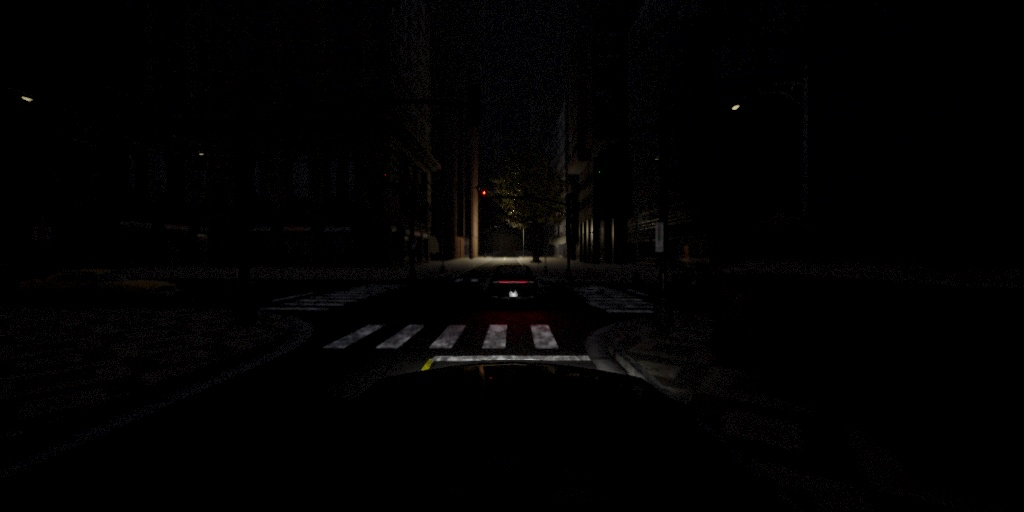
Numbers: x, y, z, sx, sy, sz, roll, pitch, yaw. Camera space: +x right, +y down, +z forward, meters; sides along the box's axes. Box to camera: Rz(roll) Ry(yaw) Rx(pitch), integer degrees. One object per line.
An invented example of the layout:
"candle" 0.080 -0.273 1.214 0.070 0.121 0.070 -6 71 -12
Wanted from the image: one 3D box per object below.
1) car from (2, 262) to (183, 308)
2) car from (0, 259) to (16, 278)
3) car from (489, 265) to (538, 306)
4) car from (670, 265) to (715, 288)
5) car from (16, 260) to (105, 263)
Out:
"car" -14.971 1.046 13.148 4.829 1.417 1.751 0 0 0
"car" -31.986 0.797 21.718 4.507 1.381 1.888 0 0 0
"car" 0.052 1.121 15.072 2.128 1.511 4.902 0 1 0
"car" 11.866 1.212 21.602 4.403 1.370 2.007 0 0 0
"car" -26.368 0.889 21.704 4.313 1.339 1.948 0 0 0
